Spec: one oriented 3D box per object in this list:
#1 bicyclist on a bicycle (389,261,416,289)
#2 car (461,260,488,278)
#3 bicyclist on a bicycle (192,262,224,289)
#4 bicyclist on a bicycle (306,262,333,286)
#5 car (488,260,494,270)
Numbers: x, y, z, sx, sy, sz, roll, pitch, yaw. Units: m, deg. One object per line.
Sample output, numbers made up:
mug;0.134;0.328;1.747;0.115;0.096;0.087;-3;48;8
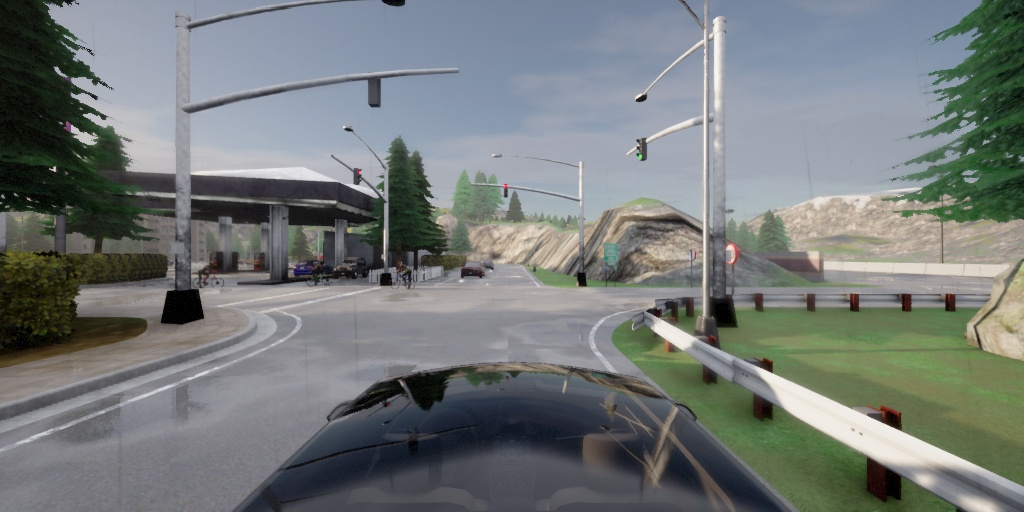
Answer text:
bicyclist on a bicycle;-6.289;1.115;20.588;1.656;1.620;0.582;0;-1;12
car;-3.576;1.228;33.469;1.882;1.535;5.008;0;0;0
bicyclist on a bicycle;-18.539;1.190;21.907;1.656;1.620;0.582;0;-1;-15
bicyclist on a bicycle;-13.084;1.203;24.373;1.656;1.620;0.582;0;0;-40
car;-3.554;1.297;51.506;2.033;1.411;5.357;0;0;0
